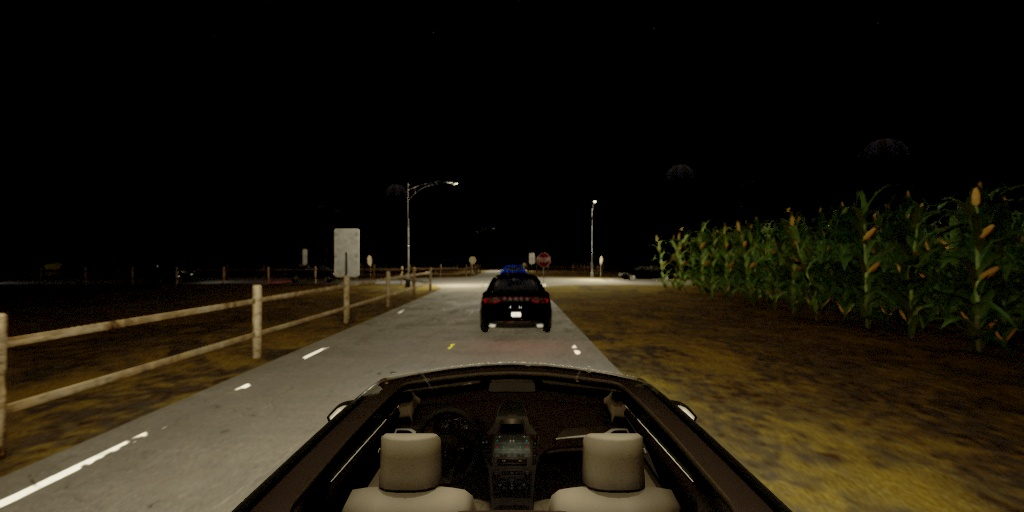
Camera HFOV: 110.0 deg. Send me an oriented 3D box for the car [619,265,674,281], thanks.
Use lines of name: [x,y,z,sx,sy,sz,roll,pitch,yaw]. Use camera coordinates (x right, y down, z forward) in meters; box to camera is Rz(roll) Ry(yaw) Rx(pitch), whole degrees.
car: [12.760,1.574,34.220,5.008,1.535,1.882,0,0,-1]

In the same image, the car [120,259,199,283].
car: [-30.922,1.295,31.524,5.566,2.045,2.150,-1,0,0]

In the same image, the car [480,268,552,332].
car: [0.105,1.283,11.135,1.882,1.535,5.008,0,-1,0]

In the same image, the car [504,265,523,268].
car: [0.123,1.427,26.734,1.882,1.535,5.008,0,-1,0]

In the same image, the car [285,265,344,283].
car: [-17.155,1.516,31.478,4.902,1.511,2.128,0,0,0]
